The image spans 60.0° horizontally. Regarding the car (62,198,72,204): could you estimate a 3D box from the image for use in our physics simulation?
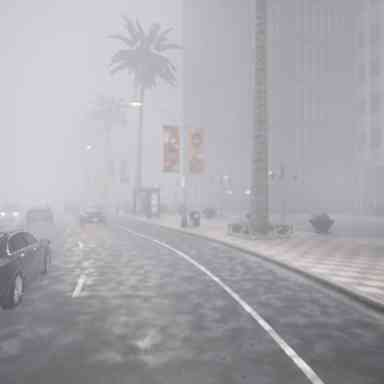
[{"bbox_3d":[-33.033,2.426,87.917,2.161,1.482,4.786,0,-1,-25],"label":"car"}]

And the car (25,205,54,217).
[{"bbox_3d":[-12.066,1.771,26.401,2.128,1.511,4.902,0,-1,-25],"label":"car"}]

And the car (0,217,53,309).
[{"bbox_3d":[-4.681,1.591,7.856,1.837,1.490,4.892,1,-1,-12],"label":"car"}]

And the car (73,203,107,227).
[{"bbox_3d":[-7.648,1.784,25.161,1.812,1.442,4.674,0,-1,-24],"label":"car"}]

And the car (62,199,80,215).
[{"bbox_3d":[-14.388,1.902,39.799,2.128,1.511,4.902,0,-1,-25],"label":"car"}]

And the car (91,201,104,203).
[{"bbox_3d":[-11.758,1.902,41.233,2.231,1.521,4.892,0,-1,-25],"label":"car"}]

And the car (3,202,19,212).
[{"bbox_3d":[-25.740,2.114,47.417,1.895,1.301,4.718,0,-1,-25],"label":"car"}]
